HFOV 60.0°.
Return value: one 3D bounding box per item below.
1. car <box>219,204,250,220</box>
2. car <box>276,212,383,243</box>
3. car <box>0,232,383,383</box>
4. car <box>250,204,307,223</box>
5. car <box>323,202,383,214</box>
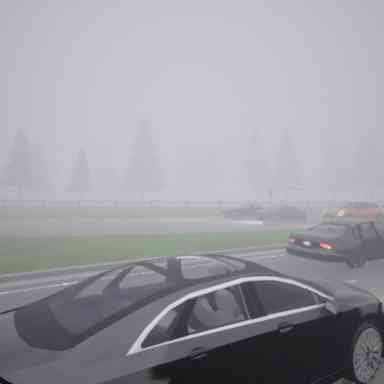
[{"bbox_3d":[4.797,1.720,29.751,4.718,1.301,1.895,0,0,-20],"label":"car"},{"bbox_3d":[5.631,1.621,11.328,5.357,1.411,2.033,1,0,-31],"label":"car"},{"bbox_3d":[0.339,1.503,3.808,4.902,1.511,2.128,1,0,-34],"label":"car"},{"bbox_3d":[7.219,1.694,26.930,4.181,1.385,1.994,0,0,-20],"label":"car"},{"bbox_3d":[12.061,1.513,25.004,4.553,1.767,2.097,0,0,-21],"label":"car"}]
